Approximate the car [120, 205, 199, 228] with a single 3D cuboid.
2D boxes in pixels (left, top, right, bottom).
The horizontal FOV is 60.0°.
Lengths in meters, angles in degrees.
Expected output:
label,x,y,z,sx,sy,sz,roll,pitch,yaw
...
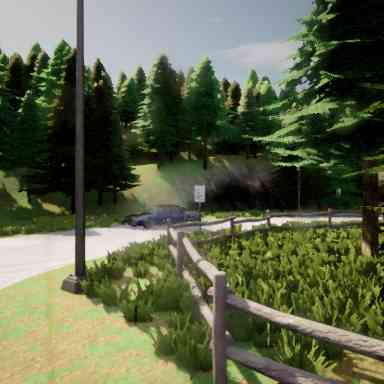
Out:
label,x,y,z,sx,sy,sz,roll,pitch,yaw
car,-1.939,1.573,21.784,5.357,1.411,2.033,0,0,-41
